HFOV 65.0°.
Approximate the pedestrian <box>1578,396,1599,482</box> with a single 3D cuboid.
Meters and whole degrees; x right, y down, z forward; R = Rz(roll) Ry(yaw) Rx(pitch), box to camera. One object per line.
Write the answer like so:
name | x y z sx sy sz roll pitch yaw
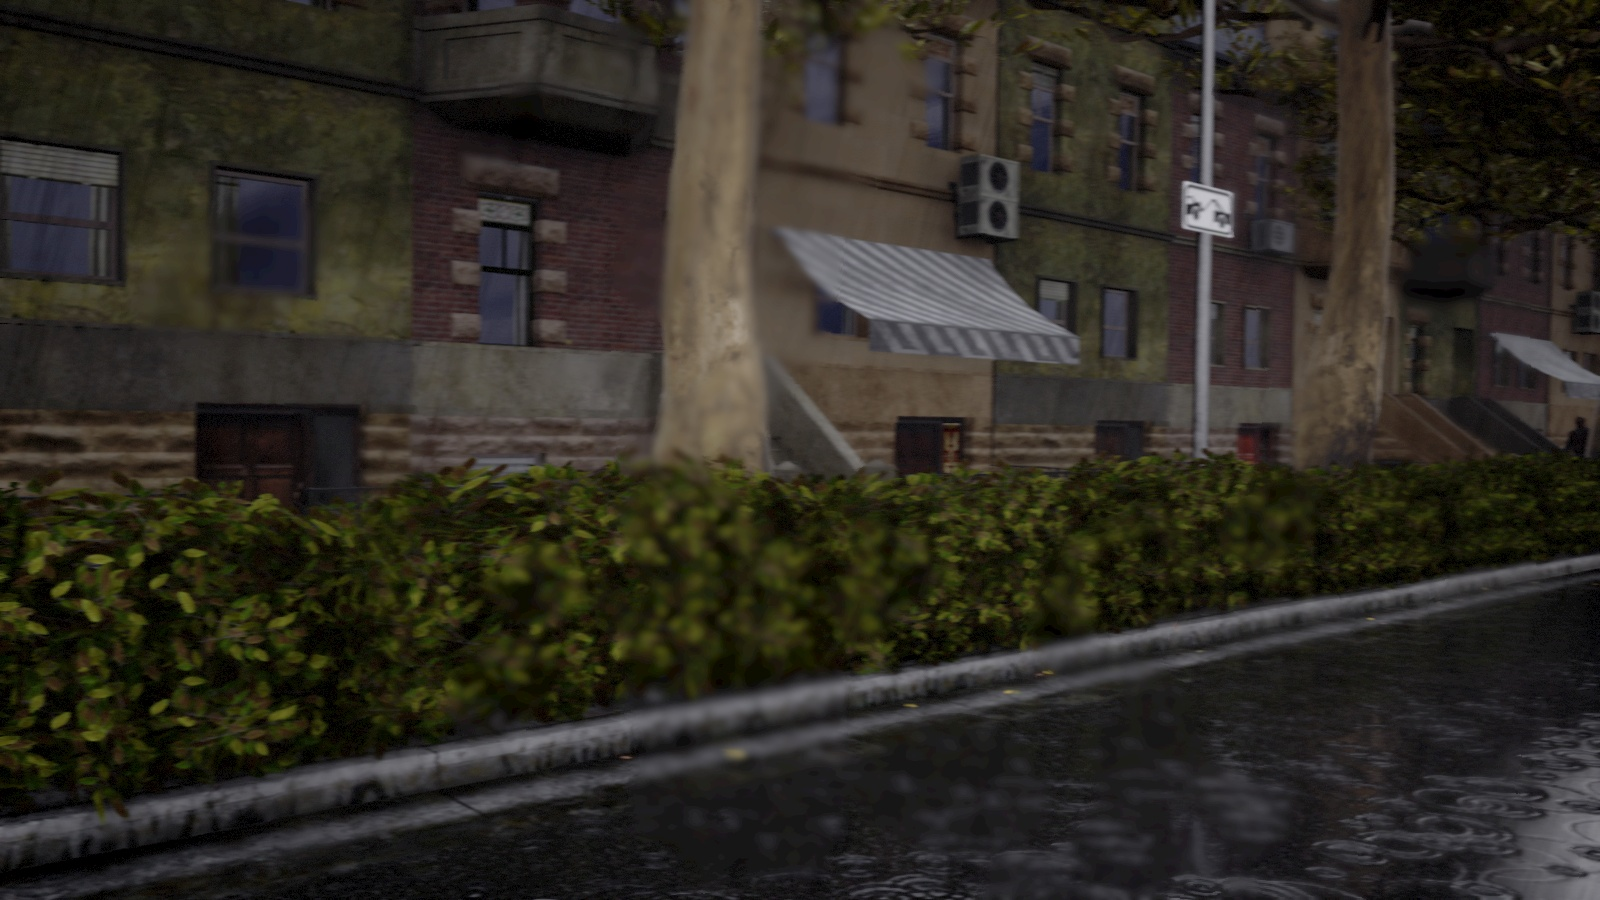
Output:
pedestrian | 17.197 -0.242 27.129 0.720 1.854 0.376 -1 1 -33
